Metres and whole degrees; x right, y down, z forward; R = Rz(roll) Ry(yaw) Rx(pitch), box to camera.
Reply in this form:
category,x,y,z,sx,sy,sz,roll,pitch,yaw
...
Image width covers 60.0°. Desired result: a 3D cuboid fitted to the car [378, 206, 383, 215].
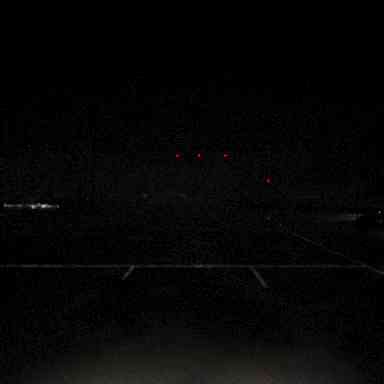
category,x,y,z,sx,sy,sz,roll,pitch,yaw
car,17.649,1.260,26.079,4.553,1.767,2.097,0,0,6

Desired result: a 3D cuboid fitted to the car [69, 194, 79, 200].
category,x,y,z,sx,sy,sz,roll,pitch,yaw
car,-30.223,1.174,85.237,2.033,1.411,5.357,0,0,-14

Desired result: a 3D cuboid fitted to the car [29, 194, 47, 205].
category,x,y,z,sx,sy,sz,roll,pitch,yaw
car,-24.608,1.256,55.421,1.882,1.535,5.008,0,0,0

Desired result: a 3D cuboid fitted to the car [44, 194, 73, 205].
category,x,y,z,sx,sy,sz,roll,pitch,yaw
car,-21.118,1.391,52.928,1.895,1.301,4.718,0,0,0

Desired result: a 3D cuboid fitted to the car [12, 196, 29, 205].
category,x,y,z,sx,sy,sz,roll,pitch,yaw
car,-28.103,1.382,54.879,1.895,1.301,4.718,0,0,0

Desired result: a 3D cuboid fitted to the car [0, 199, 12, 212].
category,x,y,z,sx,sy,sz,roll,pitch,yaw
car,-21.120,1.378,34.272,1.837,1.490,4.892,0,0,0

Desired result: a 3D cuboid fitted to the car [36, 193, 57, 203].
category,x,y,z,sx,sy,sz,roll,pitch,yaw
car,-28.038,1.096,64.135,2.097,1.767,4.553,0,0,0

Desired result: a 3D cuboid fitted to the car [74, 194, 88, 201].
category,x,y,z,sx,sy,sz,roll,pitch,yaw
car,-24.758,1.196,74.246,1.837,1.490,4.892,0,0,-3

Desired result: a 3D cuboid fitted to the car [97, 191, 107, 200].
category,x,y,z,sx,sy,sz,roll,pitch,yaw
car,-21.321,1.192,75.085,1.837,1.490,4.892,0,0,-3

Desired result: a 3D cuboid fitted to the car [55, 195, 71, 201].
category,x,y,z,sx,sy,sz,roll,pitch,yaw
car,-28.158,1.297,72.866,1.895,1.301,4.718,0,0,-3

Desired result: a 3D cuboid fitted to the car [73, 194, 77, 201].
category,x,y,z,sx,sy,sz,roll,pitch,yaw
car,-24.539,1.262,64.922,1.812,1.442,4.674,0,0,0

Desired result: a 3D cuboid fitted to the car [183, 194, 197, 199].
category,x,y,z,sx,sy,sz,roll,pitch,yaw
car,-0.168,1.201,94.674,1.895,1.301,4.718,0,0,-18

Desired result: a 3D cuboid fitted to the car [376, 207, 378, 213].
category,x,y,z,sx,sy,sz,roll,pitch,yaw
car,19.457,1.441,29.502,5.357,1.411,2.033,0,0,7

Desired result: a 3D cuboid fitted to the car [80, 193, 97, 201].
category,x,y,z,sx,sy,sz,roll,pitch,yaw
car,-21.045,1.082,66.195,2.097,1.767,4.553,0,0,0

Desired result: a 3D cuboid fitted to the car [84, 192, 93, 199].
category,x,y,z,sx,sy,sz,roll,pitch,yaw
car,-27.255,0.992,87.615,2.097,1.767,4.553,0,0,-14

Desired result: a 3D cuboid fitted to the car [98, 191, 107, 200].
category,x,y,z,sx,sy,sz,roll,pitch,yaw
car,-23.062,0.871,85.664,2.150,2.045,5.566,0,0,-14
